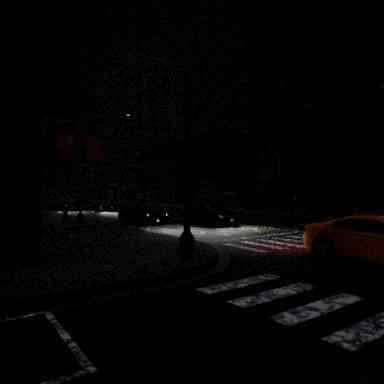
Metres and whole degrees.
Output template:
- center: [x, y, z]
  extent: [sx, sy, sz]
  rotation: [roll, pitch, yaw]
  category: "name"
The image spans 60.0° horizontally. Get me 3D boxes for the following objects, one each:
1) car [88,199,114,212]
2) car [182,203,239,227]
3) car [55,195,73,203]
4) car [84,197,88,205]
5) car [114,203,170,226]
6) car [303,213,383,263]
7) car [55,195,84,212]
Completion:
- center: [-9.939, 1.509, 38.040]
  extent: [1.994, 1.385, 4.181]
  rotation: [0, 0, -36]
  category: "car"
- center: [1.125, 1.499, 22.659]
  extent: [1.812, 1.442, 4.674]
  rotation: [0, 0, -36]
  category: "car"
- center: [-25.126, 1.380, 65.027]
  extent: [2.128, 1.511, 4.902]
  rotation: [0, 0, -36]
  category: "car"
- center: [-19.053, 1.510, 56.598]
  extent: [1.895, 1.301, 4.718]
  rotation: [0, 0, -36]
  category: "car"
- center: [-3.501, 1.573, 23.516]
  extent: [1.895, 1.301, 4.718]
  rotation: [0, 0, -36]
  category: "car"
- center: [5.935, 1.474, 10.410]
  extent: [1.882, 1.535, 5.008]
  rotation: [0, 0, -36]
  category: "car"
- center: [-14.569, 1.469, 38.928]
  extent: [1.812, 1.442, 4.674]
  rotation: [0, 0, -36]
  category: "car"
